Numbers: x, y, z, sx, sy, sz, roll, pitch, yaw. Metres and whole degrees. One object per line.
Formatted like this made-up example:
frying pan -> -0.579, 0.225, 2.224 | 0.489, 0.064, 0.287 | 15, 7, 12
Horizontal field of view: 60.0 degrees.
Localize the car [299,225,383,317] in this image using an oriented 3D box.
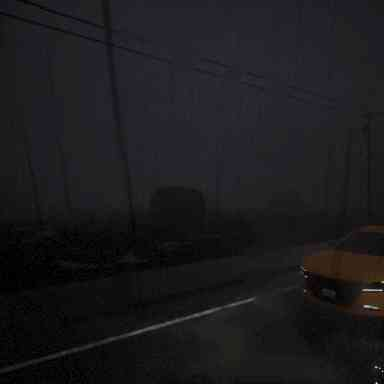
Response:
car -> 4.391, 1.509, 7.392 | 5.008, 1.535, 1.882 | 0, 0, -37
